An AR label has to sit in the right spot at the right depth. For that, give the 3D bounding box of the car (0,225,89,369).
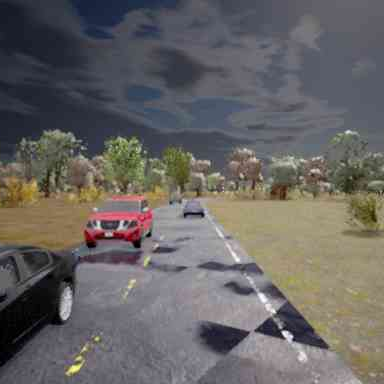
[{"bbox_3d":[-3.095,1.479,4.292,1.882,1.535,5.008,0,0,0],"label":"car"}]

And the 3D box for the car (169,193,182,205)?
[{"bbox_3d":[-2.945,1.243,60.183,2.150,2.045,5.566,0,0,1],"label":"car"}]

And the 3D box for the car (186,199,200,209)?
[{"bbox_3d":[0.161,1.622,45.648,1.895,1.301,4.718,0,0,0],"label":"car"}]

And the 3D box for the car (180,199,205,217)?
[{"bbox_3d":[0.149,1.583,31.337,1.994,1.385,4.181,0,0,-1],"label":"car"}]

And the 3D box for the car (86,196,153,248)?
[{"bbox_3d":[-3.068,1.230,15.135,2.150,2.045,5.566,0,0,0],"label":"car"}]
